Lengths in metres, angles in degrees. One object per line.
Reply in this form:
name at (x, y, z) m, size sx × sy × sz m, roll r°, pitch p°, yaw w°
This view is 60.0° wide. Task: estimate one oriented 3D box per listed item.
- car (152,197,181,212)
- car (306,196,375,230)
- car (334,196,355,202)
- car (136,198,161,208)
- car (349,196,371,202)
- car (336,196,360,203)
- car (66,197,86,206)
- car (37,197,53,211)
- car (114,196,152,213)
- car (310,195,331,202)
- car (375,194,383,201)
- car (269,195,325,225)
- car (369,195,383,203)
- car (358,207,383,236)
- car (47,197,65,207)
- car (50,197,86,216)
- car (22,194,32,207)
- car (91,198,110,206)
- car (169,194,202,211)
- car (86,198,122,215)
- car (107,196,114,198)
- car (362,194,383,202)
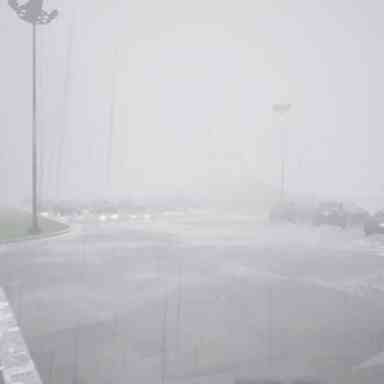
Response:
car at (-3.457, 1.592, 38.705) m, size 1.994 × 1.385 × 4.181 m, roll 0°, pitch 0°, yaw -33°
car at (9.514, 1.342, 21.124) m, size 4.553 × 1.767 × 2.097 m, roll 0°, pitch 0°, yaw -43°
car at (34.607, 1.503, 75.579) m, size 1.895 × 1.301 × 4.718 m, roll 0°, pitch 0°, yaw -15°
car at (-6.529, 1.604, 49.684) m, size 1.994 × 1.385 × 4.181 m, roll 0°, pitch 0°, yaw -33°
car at (38.138, 1.486, 75.791) m, size 1.895 × 1.301 × 4.718 m, roll 0°, pitch 0°, yaw -12°
car at (31.984, 1.505, 68.423) m, size 2.033 × 1.411 × 5.357 m, roll 0°, pitch 0°, yaw -5°
car at (-20.069, 1.620, 57.478) m, size 2.033 × 1.411 × 5.357 m, roll 0°, pitch 0°, yaw -33°
car at (-18.064, 1.662, 41.709) m, size 1.895 × 1.301 × 4.718 m, roll 0°, pitch 0°, yaw -34°
car at (-6.755, 1.512, 37.339) m, size 1.882 × 1.535 × 5.008 m, roll 0°, pitch 0°, yaw -34°
car at (30.205, 1.451, 78.551) m, size 1.882 × 1.535 × 5.008 m, roll 0°, pitch 0°, yaw -19°
car at (45.034, 1.338, 77.001) m, size 1.882 × 1.535 × 5.008 m, roll 0°, pitch 0°, yaw -12°
car at (7.559, 1.348, 24.096) m, size 4.553 × 1.767 × 2.097 m, roll 0°, pitch 0°, yaw -44°
car at (35.493, 1.455, 65.299) m, size 1.837 × 1.490 × 4.892 m, roll 0°, pitch 0°, yaw 2°
car at (10.666, 1.550, 17.413) m, size 4.181 × 1.385 × 1.994 m, roll 0°, pitch 0°, yaw -43°
car at (-22.446, 1.603, 54.703) m, size 1.812 × 1.442 × 4.674 m, roll 0°, pitch 0°, yaw -33°
car at (-12.495, 1.571, 33.322) m, size 1.812 × 1.442 × 4.674 m, roll 0°, pitch 0°, yaw -34°
car at (-26.225, 1.306, 54.076) m, size 2.150 × 2.045 × 5.566 m, roll 0°, pitch 0°, yaw -33°
car at (-15.892, 1.665, 57.506) m, size 1.895 × 1.301 × 4.718 m, roll 0°, pitch 0°, yaw -33°
car at (-1.051, 1.245, 41.434) m, size 2.150 × 2.045 × 5.566 m, roll 0°, pitch 0°, yaw -33°
car at (-9.328, 1.603, 34.883) m, size 1.994 × 1.385 × 4.181 m, roll 0°, pitch 0°, yaw -34°
car at (-12.331, 1.651, 45.740) m, size 1.895 × 1.301 × 4.718 m, roll 0°, pitch 0°, yaw -33°
car at (41.589, 1.353, 76.381) m, size 1.882 × 1.535 × 5.008 m, roll 0°, pitch 0°, yaw -12°
